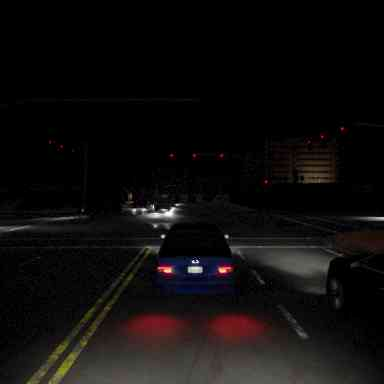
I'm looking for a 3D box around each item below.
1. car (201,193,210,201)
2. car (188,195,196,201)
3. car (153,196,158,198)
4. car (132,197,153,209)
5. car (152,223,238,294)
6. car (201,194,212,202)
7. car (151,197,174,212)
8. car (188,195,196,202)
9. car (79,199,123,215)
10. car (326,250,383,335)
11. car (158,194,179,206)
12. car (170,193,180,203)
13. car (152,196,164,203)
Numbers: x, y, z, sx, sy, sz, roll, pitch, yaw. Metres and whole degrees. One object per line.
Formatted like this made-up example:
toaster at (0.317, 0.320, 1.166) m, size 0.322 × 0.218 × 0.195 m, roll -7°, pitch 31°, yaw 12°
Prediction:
car at (3.428, 1.227, 84.675) m, size 2.097 × 1.767 × 4.553 m, roll 0°, pitch 0°, yaw 0°
car at (-0.072, 1.425, 84.700) m, size 1.994 × 1.385 × 4.181 m, roll 0°, pitch 0°, yaw 0°
car at (-7.127, 1.601, 58.753) m, size 1.895 × 1.301 × 4.718 m, roll 0°, pitch 0°, yaw 0°
car at (-7.137, 1.547, 46.640) m, size 2.033 × 1.411 × 5.357 m, roll 0°, pitch 0°, yaw 0°
car at (0.075, 1.547, 8.926) m, size 2.033 × 1.411 × 5.357 m, roll 0°, pitch 0°, yaw 0°
car at (3.437, 1.344, 74.719) m, size 2.097 × 1.767 × 4.553 m, roll 0°, pitch 0°, yaw 0°
car at (-3.475, 1.601, 39.555) m, size 1.895 × 1.301 × 4.718 m, roll 0°, pitch 0°, yaw -3°
car at (-0.063, 1.531, 74.426) m, size 2.033 × 1.411 × 5.357 m, roll 0°, pitch 0°, yaw 0°
car at (-9.123, 1.493, 33.651) m, size 2.128 × 1.511 × 4.902 m, roll 1°, pitch 0°, yaw 30°
car at (3.559, 1.491, 4.683) m, size 2.128 × 1.511 × 4.902 m, roll 0°, pitch 0°, yaw 0°
car at (-3.636, 1.491, 51.092) m, size 2.128 × 1.511 × 4.902 m, roll 0°, pitch 0°, yaw 0°
car at (-3.585, 1.222, 65.776) m, size 2.150 × 2.045 × 5.566 m, roll 0°, pitch 0°, yaw 0°
car at (-7.059, 1.540, 69.649) m, size 2.033 × 1.411 × 5.357 m, roll 0°, pitch 0°, yaw 0°
